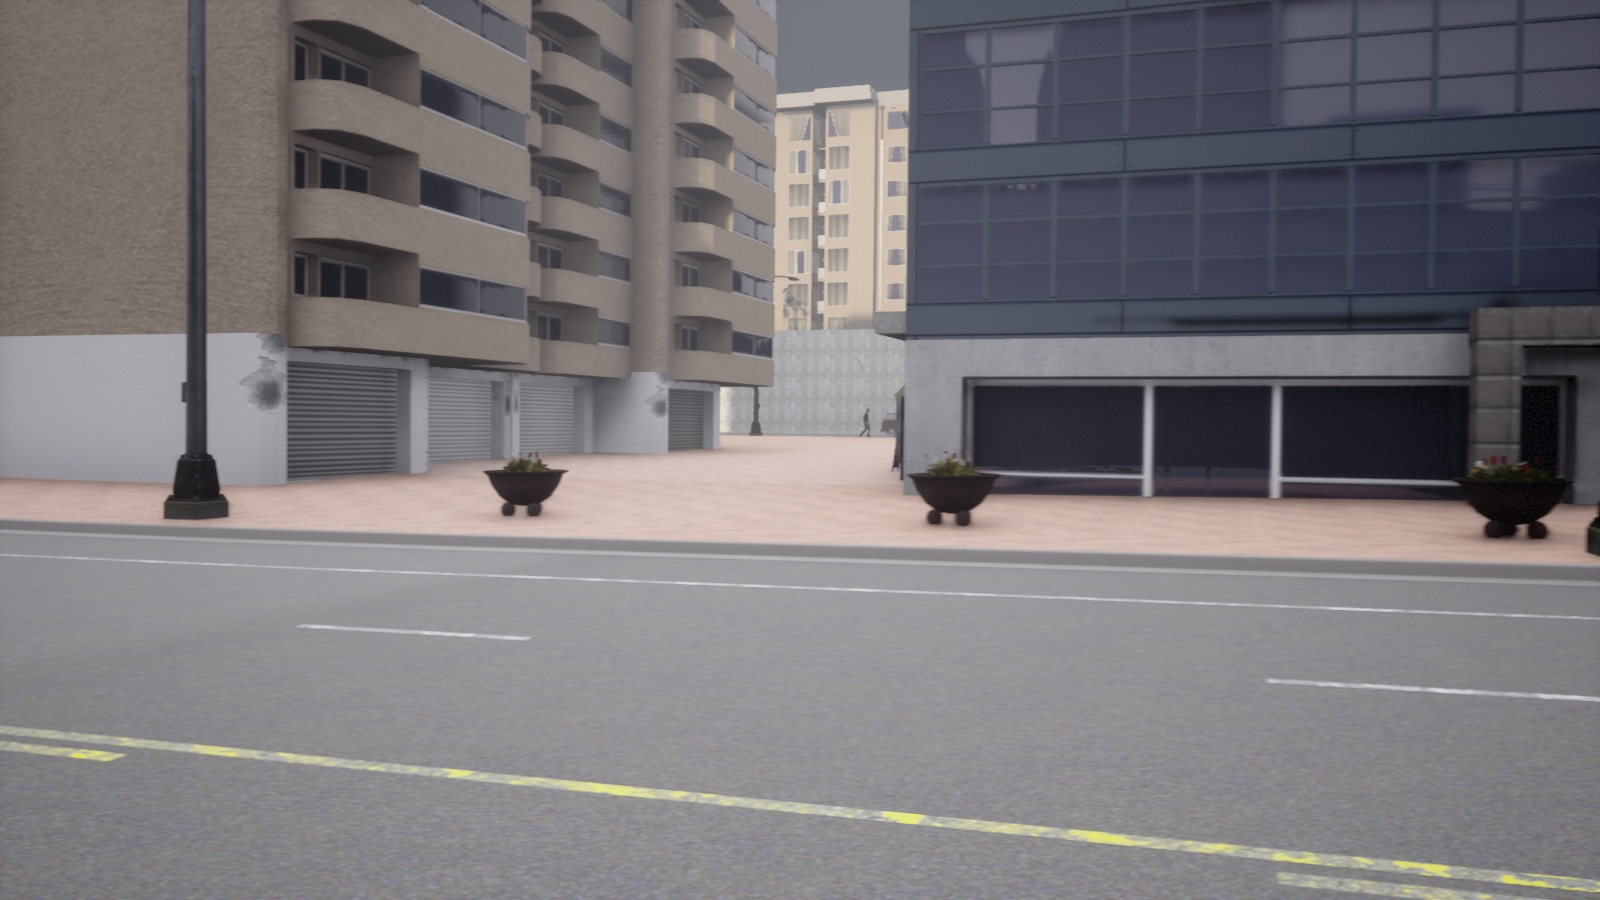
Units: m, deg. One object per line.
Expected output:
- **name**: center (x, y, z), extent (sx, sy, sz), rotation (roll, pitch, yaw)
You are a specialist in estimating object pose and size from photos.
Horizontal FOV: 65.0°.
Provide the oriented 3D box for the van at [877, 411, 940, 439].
- **van**: center (8.258, -1.896, 95.338), extent (4.442, 1.987, 1.775), rotation (1, 1, 20)
